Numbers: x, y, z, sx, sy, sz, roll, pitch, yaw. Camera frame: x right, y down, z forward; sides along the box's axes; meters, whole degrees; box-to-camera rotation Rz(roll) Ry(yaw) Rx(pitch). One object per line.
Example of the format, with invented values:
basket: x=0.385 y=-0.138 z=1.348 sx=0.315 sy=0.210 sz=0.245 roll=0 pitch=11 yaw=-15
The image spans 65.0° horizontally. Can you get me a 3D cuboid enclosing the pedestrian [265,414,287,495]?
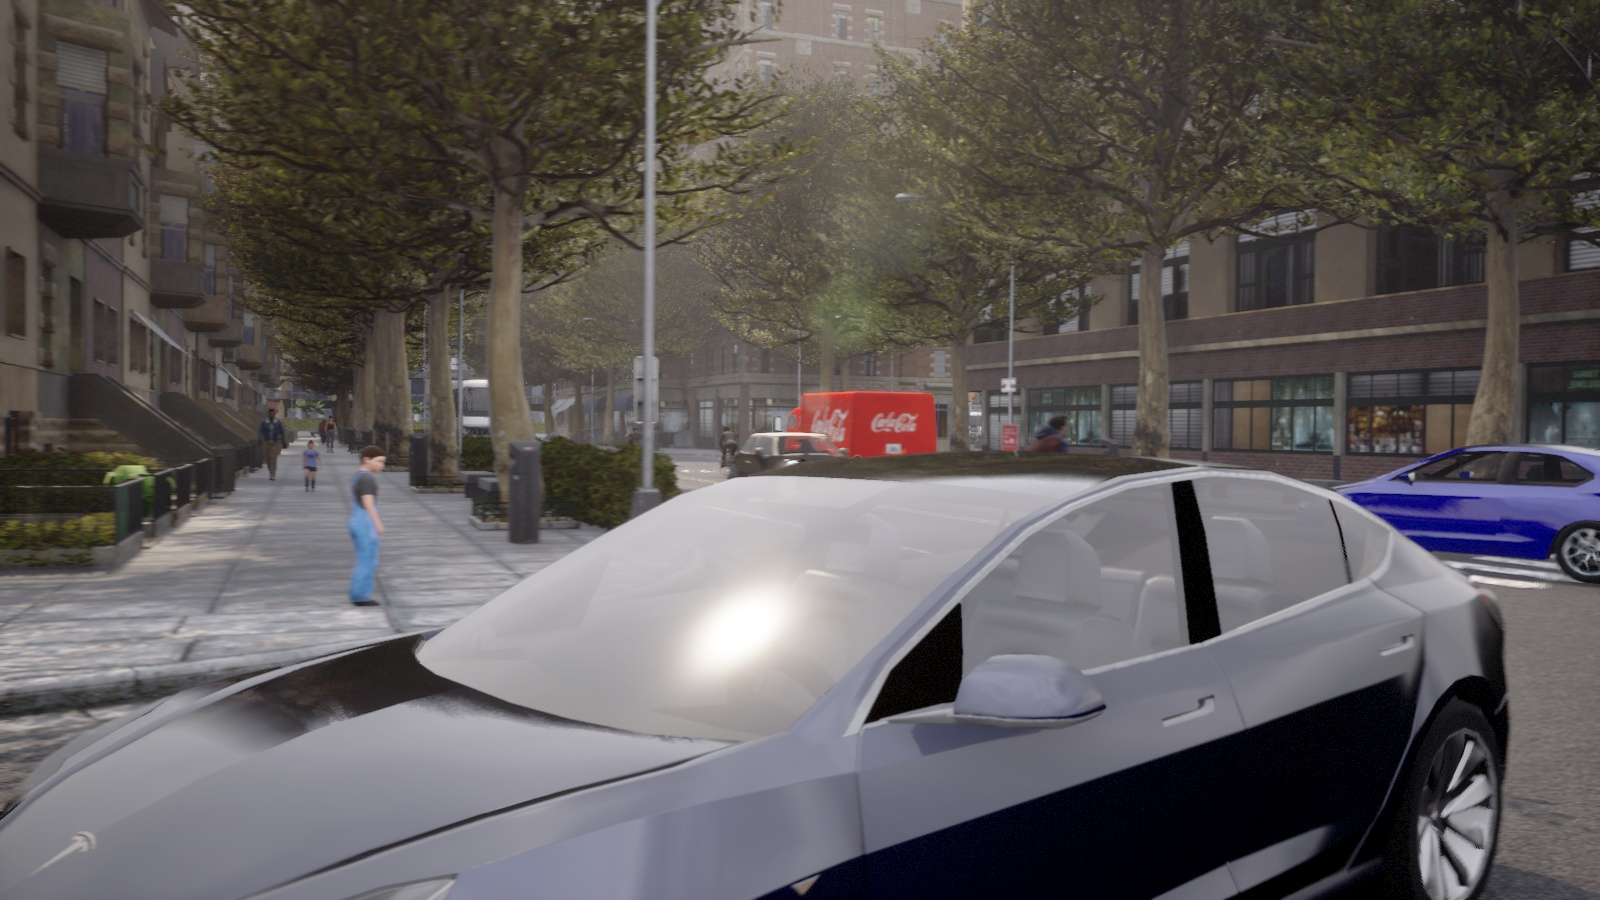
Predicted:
pedestrian: x=-12.734 y=0.096 z=30.522 sx=0.423 sy=1.949 sz=0.788 roll=-1 pitch=1 yaw=-19

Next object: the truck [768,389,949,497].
truck: x=1.335 y=-0.216 z=31.511 sx=2.627 sy=2.467 sz=5.204 roll=-1 pitch=1 yaw=-21

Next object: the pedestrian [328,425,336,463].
pedestrian: x=-22.687 y=-0.290 z=60.854 sx=0.345 sy=1.836 sz=0.594 roll=-1 pitch=1 yaw=-21

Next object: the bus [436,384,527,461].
bus: x=-18.993 y=-1.584 z=74.390 sx=3.944 sy=4.253 sz=10.273 roll=-1 pitch=1 yaw=-21

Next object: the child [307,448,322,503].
child: x=-9.939 y=0.524 z=25.709 sx=0.255 sy=1.110 sz=0.394 roll=-1 pitch=1 yaw=-21

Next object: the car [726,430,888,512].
car: x=0.055 y=0.354 z=25.125 sx=1.970 sy=1.475 sz=3.806 roll=-1 pitch=1 yaw=-21

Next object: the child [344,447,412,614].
child: x=-3.277 y=0.612 z=9.746 sx=0.437 sy=1.263 sz=0.270 roll=-1 pitch=1 yaw=-29

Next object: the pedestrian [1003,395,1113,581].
pedestrian: x=2.642 y=0.367 z=12.879 sx=0.899 sy=1.844 sz=0.634 roll=-1 pitch=1 yaw=-24

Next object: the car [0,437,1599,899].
car: x=0.375 y=0.734 z=3.698 sx=4.792 sy=1.488 sz=2.163 roll=-1 pitch=1 yaw=-39

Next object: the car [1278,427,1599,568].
car: x=8.130 y=0.480 z=14.976 sx=1.816 sy=1.474 sz=4.193 roll=-2 pitch=1 yaw=-39
